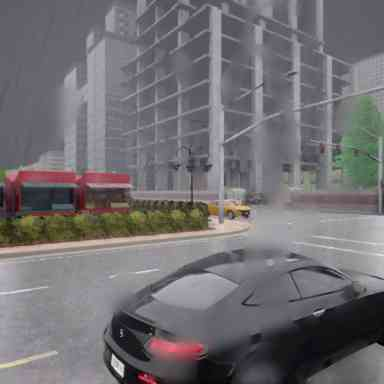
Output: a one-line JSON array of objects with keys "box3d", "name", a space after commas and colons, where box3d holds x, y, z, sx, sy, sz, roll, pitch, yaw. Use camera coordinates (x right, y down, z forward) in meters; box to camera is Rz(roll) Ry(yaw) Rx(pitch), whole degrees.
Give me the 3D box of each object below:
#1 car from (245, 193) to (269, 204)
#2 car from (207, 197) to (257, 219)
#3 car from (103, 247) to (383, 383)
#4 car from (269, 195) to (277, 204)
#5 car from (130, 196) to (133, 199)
[{"box3d": [10.840, 1.114, 57.680, 1.905, 1.878, 3.866, 0, 0, -36], "name": "car"}, {"box3d": [2.859, 1.422, 28.401, 1.882, 1.535, 5.008, 0, 0, -36], "name": "car"}, {"box3d": [1.147, 1.526, 4.605, 4.674, 1.442, 1.812, 0, 0, -35], "name": "car"}, {"box3d": [13.228, 1.114, 59.396, 1.905, 1.878, 3.866, 0, 0, -36], "name": "car"}, {"box3d": [-8.722, 1.297, 44.323, 2.097, 1.767, 4.553, 0, 0, -36], "name": "car"}]
